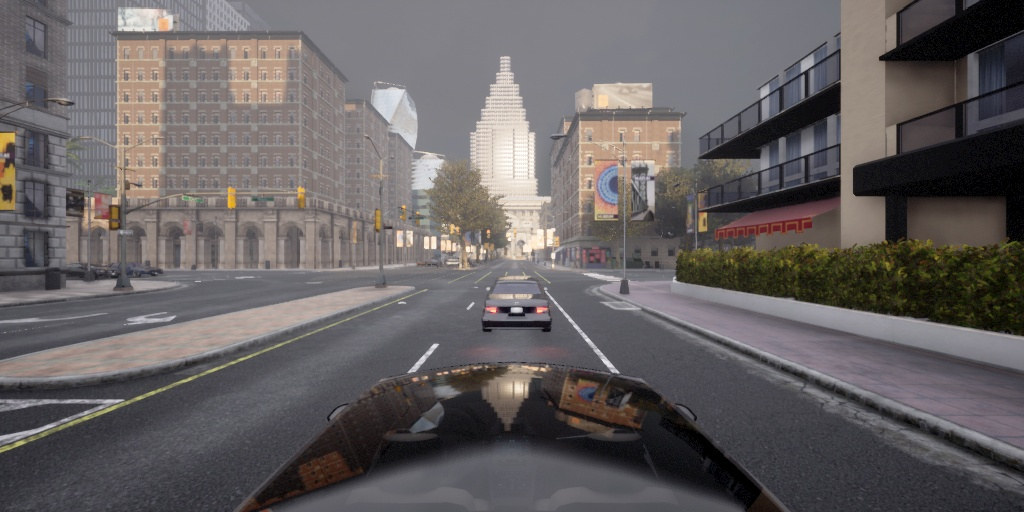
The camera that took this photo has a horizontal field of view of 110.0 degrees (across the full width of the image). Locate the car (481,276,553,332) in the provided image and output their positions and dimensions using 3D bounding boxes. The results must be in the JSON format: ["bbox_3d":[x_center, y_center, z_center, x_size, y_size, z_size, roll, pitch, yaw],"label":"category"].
[{"bbox_3d":[0.144,1.297,10.812,2.033,1.411,5.357,0,0,1],"label":"car"}]

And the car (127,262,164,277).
[{"bbox_3d":[-37.008,1.297,34.629,5.357,1.411,2.033,0,0,0],"label":"car"}]

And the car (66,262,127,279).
[{"bbox_3d":[-36.943,1.276,31.137,4.674,1.442,1.812,0,0,0],"label":"car"}]
